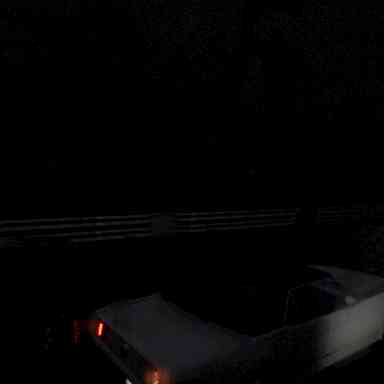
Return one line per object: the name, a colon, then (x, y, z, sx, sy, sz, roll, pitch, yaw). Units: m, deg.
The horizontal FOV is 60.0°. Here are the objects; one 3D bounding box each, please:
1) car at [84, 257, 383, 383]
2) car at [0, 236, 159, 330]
car: (1.211, 1.607, 4.582, 4.718, 1.301, 1.895, 0, 0, -35)
car: (-2.807, 1.547, 6.029, 5.357, 1.411, 2.033, 0, 0, -35)
